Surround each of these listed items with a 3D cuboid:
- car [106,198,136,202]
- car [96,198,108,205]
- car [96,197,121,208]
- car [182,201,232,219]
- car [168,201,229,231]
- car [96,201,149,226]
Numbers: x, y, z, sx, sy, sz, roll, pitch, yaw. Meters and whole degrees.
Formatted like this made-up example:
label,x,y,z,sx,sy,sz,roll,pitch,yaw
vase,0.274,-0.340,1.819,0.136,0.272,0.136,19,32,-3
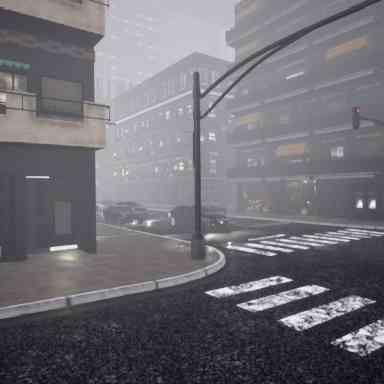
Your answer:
label,x,y,z,sx,sy,sz,roll,pitch,yaw
car,-5.535,1.540,29.272,1.837,1.490,4.892,-1,0,-36
car,-11.352,1.567,37.303,1.812,1.442,4.674,-1,1,-36
car,-11.887,1.518,47.248,1.887,1.381,4.507,-1,1,-36
car,1.223,1.511,29.176,2.008,1.369,4.403,-1,1,-36
car,0.295,1.533,21.233,1.837,1.490,4.892,-1,1,-36
car,-5.155,1.631,24.549,1.947,1.339,4.313,-1,1,-36
